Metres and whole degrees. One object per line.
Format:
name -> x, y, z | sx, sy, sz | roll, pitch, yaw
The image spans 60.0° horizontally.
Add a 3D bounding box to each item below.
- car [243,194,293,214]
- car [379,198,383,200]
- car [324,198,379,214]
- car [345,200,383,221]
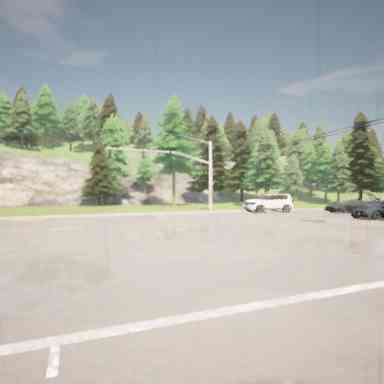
car -> 8.193, 1.203, 35.665 | 5.566, 2.045, 2.150 | 0, 0, -22
car -> 22.459, 1.485, 40.886 | 4.902, 1.511, 2.128 | 0, 0, -19
car -> 16.656, 1.538, 35.154 | 5.357, 1.411, 2.033 | 0, 0, -20
car -> 15.113, 1.559, 27.111 | 4.181, 1.385, 1.994 | 0, 0, -21
